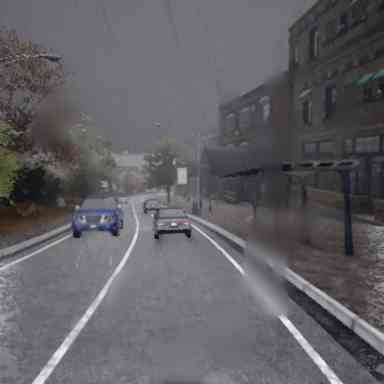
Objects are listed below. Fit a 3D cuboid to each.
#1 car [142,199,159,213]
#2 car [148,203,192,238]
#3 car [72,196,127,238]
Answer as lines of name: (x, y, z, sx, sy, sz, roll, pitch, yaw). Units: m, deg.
car: (-4.482, 1.529, 36.972, 2.033, 1.411, 5.357, -1, 0, -11)
car: (-1.150, 1.520, 17.698, 2.033, 1.411, 5.357, -1, 0, -7)
car: (-4.972, 1.250, 18.248, 2.150, 2.045, 5.566, -1, 0, -8)
